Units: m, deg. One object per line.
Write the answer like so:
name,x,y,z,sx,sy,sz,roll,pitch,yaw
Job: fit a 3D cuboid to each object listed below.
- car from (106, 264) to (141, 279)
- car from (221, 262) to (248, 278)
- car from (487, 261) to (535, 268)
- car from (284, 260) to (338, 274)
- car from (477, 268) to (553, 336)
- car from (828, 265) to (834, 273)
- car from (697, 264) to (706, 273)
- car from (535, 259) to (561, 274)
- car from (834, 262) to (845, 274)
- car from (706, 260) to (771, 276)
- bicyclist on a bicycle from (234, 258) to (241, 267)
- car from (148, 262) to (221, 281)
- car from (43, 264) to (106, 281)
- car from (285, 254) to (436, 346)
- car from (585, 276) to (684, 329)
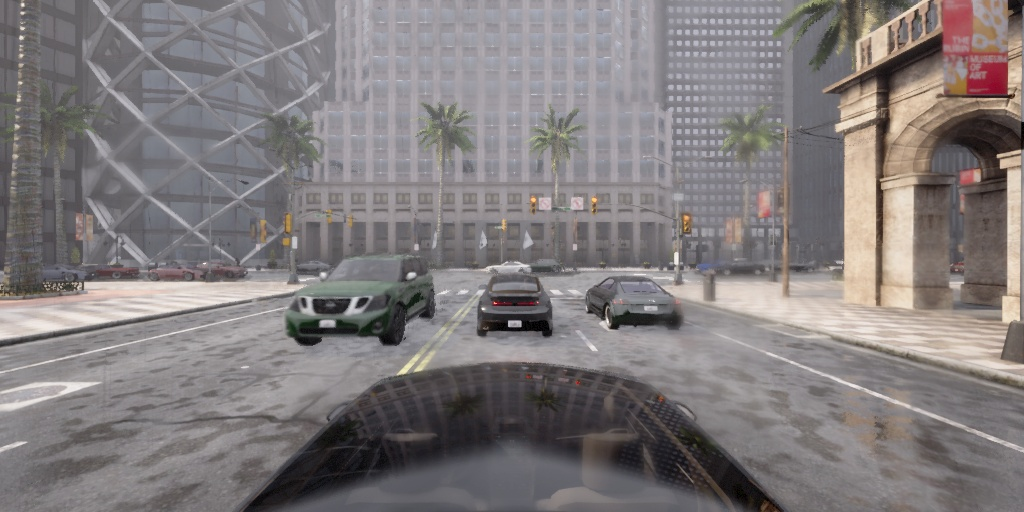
car,-35.921,1.351,31.327,4.718,1.301,1.895,0,0,-19
car,-26.958,1.276,32.928,4.674,1.442,1.812,0,0,-4
car,-0.312,1.275,36.900,4.674,1.442,1.812,0,0,0
car,-22.584,1.241,40.433,4.902,1.511,2.128,0,0,0
car,0.076,1.255,10.349,1.837,1.490,4.892,0,0,0
car,38.418,1.241,40.281,4.902,1.511,2.128,0,0,0
car,23.437,1.228,40.331,5.008,1.535,1.882,0,0,0
car,3.215,1.101,40.387,4.553,1.767,2.097,0,0,0
car,36.262,1.312,36.790,4.181,1.385,1.994,0,0,0
car,23.179,1.228,36.832,5.008,1.535,1.882,0,0,0
bicyclist on a bicycle,-35.756,1.050,46.654,0.582,1.620,1.656,0,0,-12
car,-27.017,1.314,29.430,4.181,1.385,1.994,0,0,-4
car,-35.241,1.314,27.821,4.181,1.385,1.994,0,0,-22
car,-3.600,0.971,9.772,2.150,2.045,5.566,0,0,0
car,3.580,1.314,11.216,1.994,1.385,4.181,0,0,0
